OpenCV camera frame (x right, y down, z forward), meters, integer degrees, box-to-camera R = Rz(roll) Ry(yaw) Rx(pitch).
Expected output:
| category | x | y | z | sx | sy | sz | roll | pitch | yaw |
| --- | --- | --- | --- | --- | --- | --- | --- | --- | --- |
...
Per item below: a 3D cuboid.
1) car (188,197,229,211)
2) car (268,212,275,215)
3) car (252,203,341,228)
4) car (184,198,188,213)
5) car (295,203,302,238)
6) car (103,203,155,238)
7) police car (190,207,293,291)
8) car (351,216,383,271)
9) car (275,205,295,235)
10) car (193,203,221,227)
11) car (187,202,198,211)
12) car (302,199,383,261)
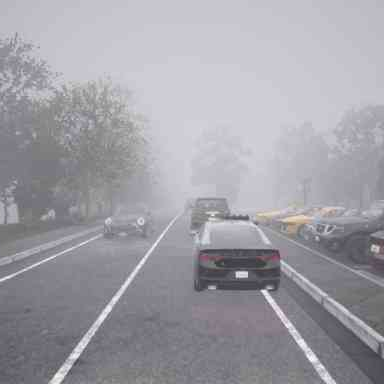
| category | x | y | z | sx | sy | sz | roll | pitch | yaw |
| --- | --- | --- | --- | --- | --- | --- | --- | --- | --- |
| car | 1.015 | 1.295 | 19.131 | 2.150 | 2.045 | 5.566 | 0 | -1 | 0 |
| car | 7.130 | 1.539 | 19.770 | 4.892 | 1.521 | 2.231 | 0 | 0 | 0 |
| car | 6.946 | 1.562 | 22.539 | 5.366 | 1.575 | 1.946 | 0 | 0 | 0 |
| car | 0.113 | 1.804 | 44.901 | 2.150 | 2.045 | 5.566 | 0 | -2 | 0 |
| car | 7.141 | 1.382 | 14.221 | 4.553 | 1.767 | 2.185 | 0 | 0 | 0 |
| car | -3.213 | 1.410 | 17.761 | 2.097 | 1.767 | 4.553 | 0 | -1 | 0 |
| police car | 0.994 | 1.439 | 9.189 | 1.930 | 1.638 | 5.238 | 0 | 0 | 0 |
| car | 7.124 | 1.527 | 8.673 | 4.792 | 1.488 | 2.163 | 0 | 0 | 0 |
| car | 7.123 | 1.518 | 16.998 | 5.008 | 1.535 | 2.097 | 0 | 0 | 0 |
| car | 1.027 | 1.620 | 25.102 | 1.882 | 1.535 | 5.008 | 0 | -1 | 0 |
| car | 0.125 | 2.613 | 59.655 | 1.837 | 1.490 | 4.892 | 0 | -2 | 0 |
| car | 7.074 | 1.249 | 11.450 | 5.566 | 2.045 | 2.435 | 0 | 0 | 0 |
